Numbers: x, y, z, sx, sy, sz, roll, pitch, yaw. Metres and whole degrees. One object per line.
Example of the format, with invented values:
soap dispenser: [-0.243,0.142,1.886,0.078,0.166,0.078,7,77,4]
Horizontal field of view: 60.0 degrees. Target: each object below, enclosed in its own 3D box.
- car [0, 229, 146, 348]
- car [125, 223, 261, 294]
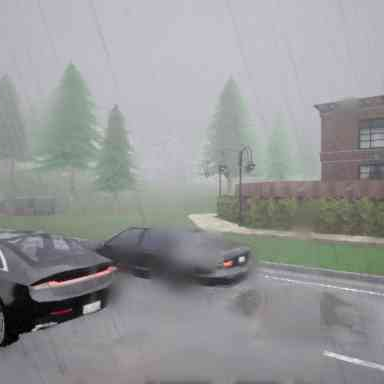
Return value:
car: [-3.473,1.491,6.286,4.902,1.511,2.128,0,0,34]
car: [-0.955,1.547,8.805,5.357,1.411,2.033,0,0,34]
